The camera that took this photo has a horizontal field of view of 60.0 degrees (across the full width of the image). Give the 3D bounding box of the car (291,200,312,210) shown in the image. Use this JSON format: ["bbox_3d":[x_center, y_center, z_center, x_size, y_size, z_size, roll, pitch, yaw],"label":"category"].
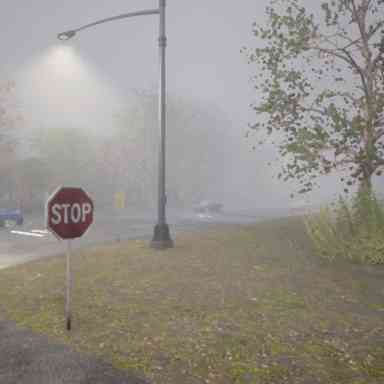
[{"bbox_3d":[15.144,1.781,45.954,1.812,1.442,4.674,0,0,36],"label":"car"}]

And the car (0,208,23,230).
[{"bbox_3d":[-12.670,1.584,19.557,1.882,1.535,5.008,0,0,36],"label":"car"}]

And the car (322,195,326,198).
[{"bbox_3d":[33.365,1.682,82.955,2.150,2.045,5.566,0,0,36],"label":"car"}]

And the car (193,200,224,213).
[{"bbox_3d":[2.018,1.713,39.788,1.882,1.535,5.008,0,1,36],"label":"car"}]
